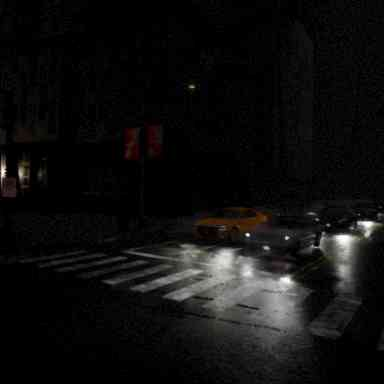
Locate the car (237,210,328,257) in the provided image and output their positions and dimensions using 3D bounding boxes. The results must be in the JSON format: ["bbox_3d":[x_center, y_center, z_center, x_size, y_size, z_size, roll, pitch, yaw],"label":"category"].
[{"bbox_3d":[3.812,1.638,13.345,1.895,1.301,4.718,0,0,35],"label":"car"}]

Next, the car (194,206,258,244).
[{"bbox_3d":[2.005,1.505,16.444,1.882,1.535,5.008,0,0,34],"label":"car"}]

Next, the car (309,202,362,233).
[{"bbox_3d":[9.065,1.614,20.769,1.812,1.442,4.674,0,0,35],"label":"car"}]

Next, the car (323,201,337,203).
[{"bbox_3d":[13.667,1.623,32.899,1.882,1.535,5.008,0,0,35],"label":"car"}]

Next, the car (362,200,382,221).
[{"bbox_3d":[14.826,1.711,28.899,1.994,1.385,4.181,0,0,36],"label":"car"}]

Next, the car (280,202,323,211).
[{"bbox_3d":[7.749,1.575,24.556,2.128,1.511,4.902,0,0,35],"label":"car"}]

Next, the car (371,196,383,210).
[{"bbox_3d":[23.828,1.478,41.491,2.150,2.045,5.566,0,-1,36],"label":"car"}]
